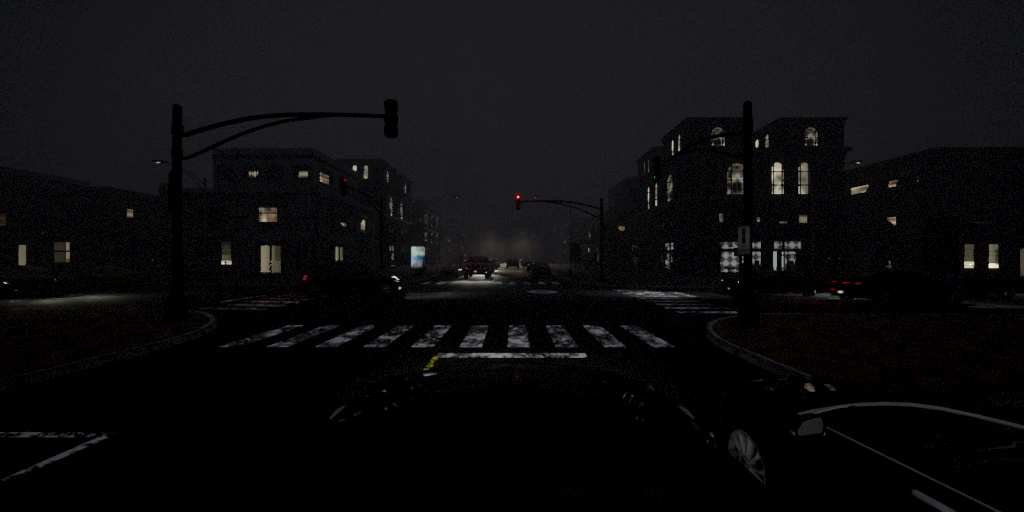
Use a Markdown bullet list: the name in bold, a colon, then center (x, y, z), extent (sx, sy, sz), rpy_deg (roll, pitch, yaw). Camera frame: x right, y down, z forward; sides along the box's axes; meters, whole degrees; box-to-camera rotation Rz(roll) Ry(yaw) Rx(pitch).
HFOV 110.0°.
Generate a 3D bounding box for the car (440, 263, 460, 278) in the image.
- **car**: center (-5.690, 1.335, 33.974), extent (1.802, 1.307, 4.207), rpy_deg (0, 0, 0)

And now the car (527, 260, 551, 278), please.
- **car**: center (2.691, 1.319, 33.961), extent (1.948, 1.339, 4.313), rpy_deg (0, 0, 0)

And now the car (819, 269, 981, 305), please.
- **car**: center (17.018, 1.337, 15.915), extent (4.892, 1.490, 1.837), rpy_deg (0, 0, 1)

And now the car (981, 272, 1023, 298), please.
- **car**: center (23.750, 1.482, 19.011), extent (4.718, 1.301, 1.895), rpy_deg (0, 0, 1)

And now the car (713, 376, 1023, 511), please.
- **car**: center (2.691, 1.300, 1.571), extent (2.007, 1.370, 4.403), rpy_deg (0, 0, 0)

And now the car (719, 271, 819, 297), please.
- **car**: center (13.801, 1.433, 19.158), extent (4.718, 1.301, 1.895), rpy_deg (0, 0, 1)

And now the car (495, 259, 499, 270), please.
- **car**: center (-3.095, 1.247, 43.438), extent (2.128, 1.511, 4.902), rpy_deg (0, 0, 1)

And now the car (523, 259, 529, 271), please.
- **car**: center (2.691, 1.337, 45.003), extent (1.802, 1.307, 4.207), rpy_deg (0, 0, 0)

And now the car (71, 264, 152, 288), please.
- **car**: center (-25.454, 1.195, 22.356), extent (4.829, 1.417, 1.751), rpy_deg (0, 0, 1)

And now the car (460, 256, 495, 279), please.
- **car**: center (-3.112, 0.975, 33.511), extent (2.150, 2.045, 5.566), rpy_deg (0, 0, 1)

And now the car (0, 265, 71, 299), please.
- **car**: center (-24.125, 1.121, 16.549), extent (5.008, 1.535, 1.882), rpy_deg (0, 0, 1)

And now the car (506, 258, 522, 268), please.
- **car**: center (0.103, 1.112, 61.096), extent (2.097, 1.767, 4.553), rpy_deg (0, 0, -1)

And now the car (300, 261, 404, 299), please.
- **car**: center (-7.659, 1.093, 17.611), extent (4.553, 1.767, 2.097), rpy_deg (1, 0, -15)

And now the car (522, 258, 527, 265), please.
- **car**: center (2.690, 1.310, 61.570), extent (2.007, 1.370, 4.403), rpy_deg (0, 0, 0)
